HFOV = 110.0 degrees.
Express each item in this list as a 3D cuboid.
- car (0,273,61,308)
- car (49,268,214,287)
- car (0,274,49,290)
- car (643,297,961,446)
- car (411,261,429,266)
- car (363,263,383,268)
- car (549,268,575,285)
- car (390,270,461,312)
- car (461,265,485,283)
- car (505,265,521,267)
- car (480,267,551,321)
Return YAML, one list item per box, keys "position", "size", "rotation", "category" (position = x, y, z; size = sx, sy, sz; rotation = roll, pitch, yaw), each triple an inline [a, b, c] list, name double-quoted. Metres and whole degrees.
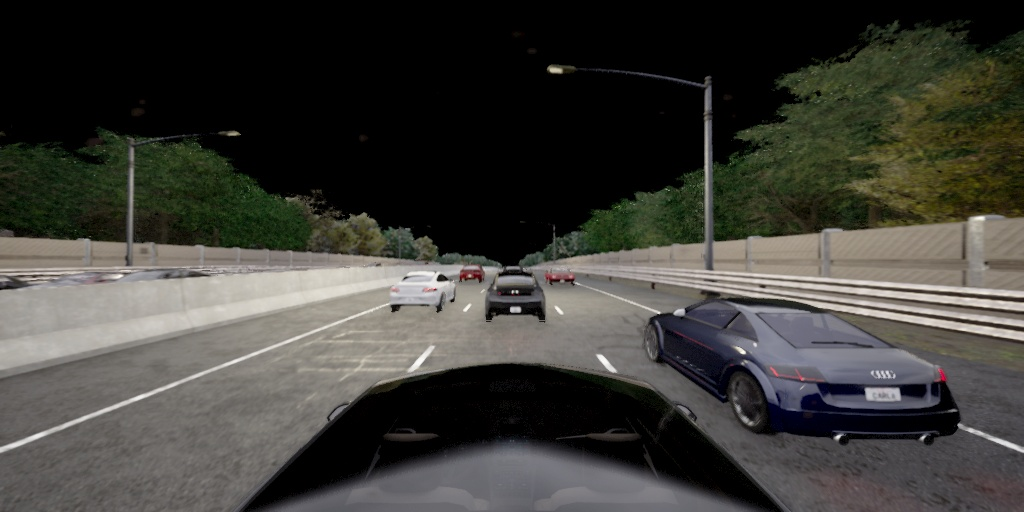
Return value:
- position: [-21.102, 1.383, 13.668]
  size: [1.895, 1.301, 4.718]
  rotation: [0, 0, 0]
  category: "car"
- position: [-14.101, 1.263, 14.231]
  size: [1.882, 1.535, 5.008]
  rotation: [0, 0, 0]
  category: "car"
- position: [-17.599, 1.355, 15.051]
  size: [1.994, 1.385, 4.181]
  rotation: [0, 0, 0]
  category: "car"
- position: [3.600, 1.312, 5.485]
  size: [1.994, 1.385, 4.181]
  rotation: [0, 0, 0]
  category: "car"
- position: [-14.067, 1.779, 54.746]
  size: [2.150, 2.045, 5.566]
  rotation: [0, -1, 0]
  category: "car"
- position: [-21.062, 1.904, 54.481]
  size: [2.097, 1.767, 4.553]
  rotation: [0, -1, 0]
  category: "car"
- position: [3.597, 1.551, 27.822]
  size: [1.895, 1.301, 4.718]
  rotation: [0, -1, 0]
  category: "car"
- position: [-3.401, 1.310, 14.252]
  size: [1.812, 1.442, 4.674]
  rotation: [0, 0, 0]
  category: "car"
- position: [-3.402, 1.494, 31.382]
  size: [1.882, 1.535, 5.008]
  rotation: [0, -1, 0]
  category: "car"
- position: [0.098, 1.488, 29.714]
  size: [1.837, 1.490, 4.892]
  rotation: [0, -1, 0]
  category: "car"
- position: [0.100, 1.275, 12.427]
  size: [1.837, 1.490, 4.892]
  rotation: [0, 0, 0]
  category: "car"
